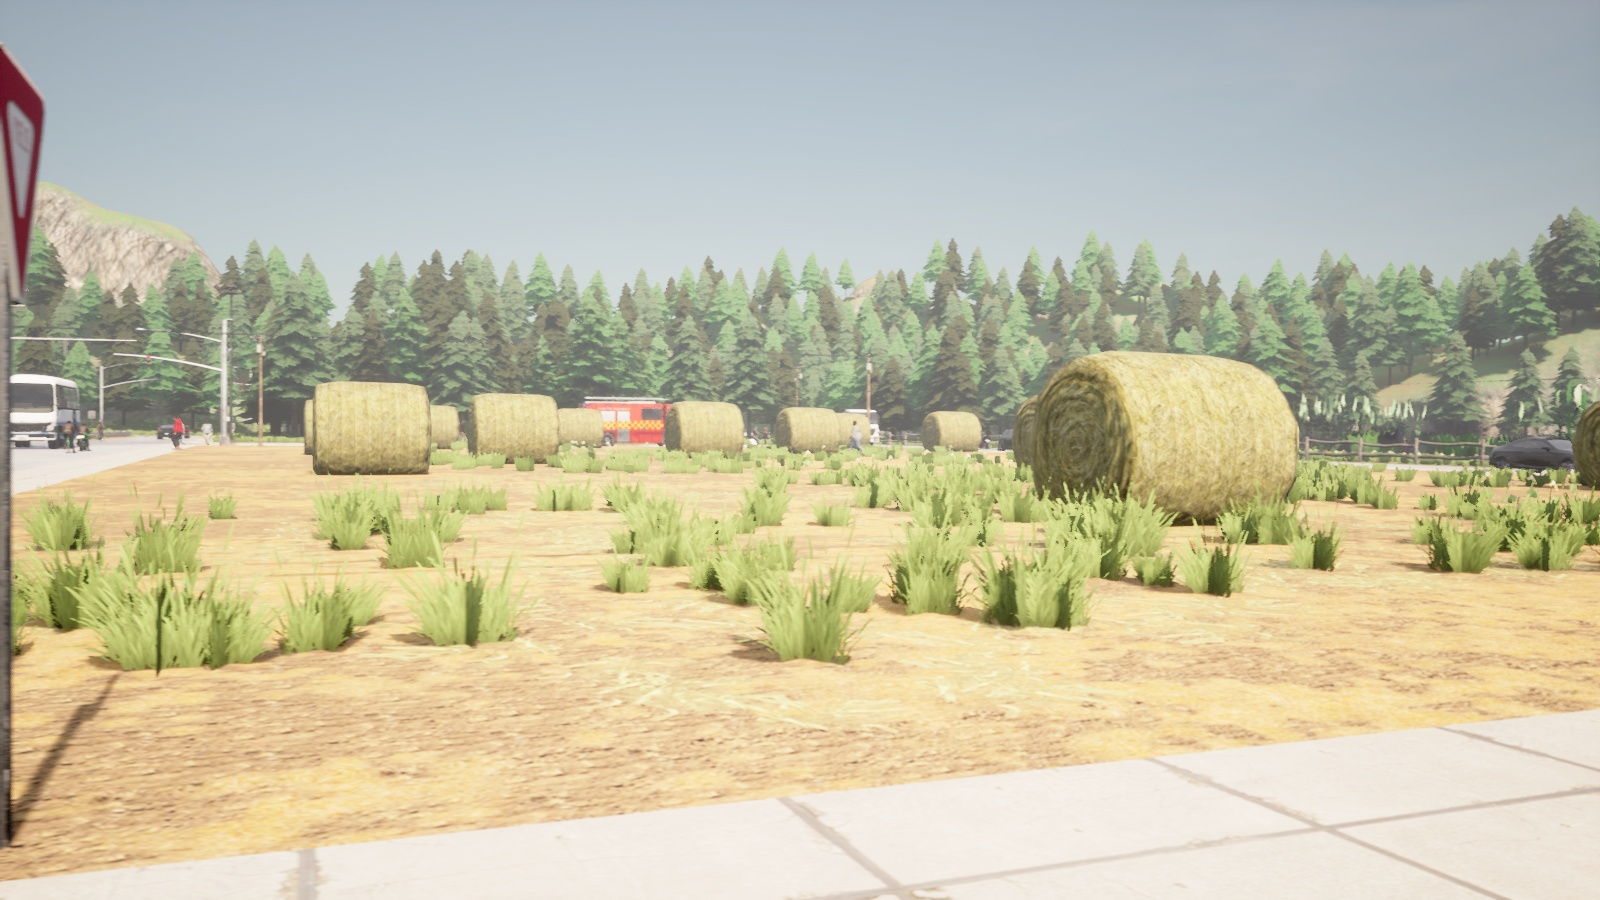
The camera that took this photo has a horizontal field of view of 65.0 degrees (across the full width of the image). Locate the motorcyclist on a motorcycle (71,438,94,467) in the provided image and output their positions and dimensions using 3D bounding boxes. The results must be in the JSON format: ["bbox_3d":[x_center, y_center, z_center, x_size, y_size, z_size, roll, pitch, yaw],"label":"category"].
[{"bbox_3d":[-38.136,0.126,66.760,0.797,1.523,2.044,-1,1,-23],"label":"motorcyclist on a motorcycle"}]

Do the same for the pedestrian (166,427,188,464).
[{"bbox_3d":[-32.100,-0.233,64.697,0.899,1.844,0.634,-1,1,-17],"label":"pedestrian"}]

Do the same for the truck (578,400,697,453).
[{"bbox_3d":[-12.353,-1.796,95.412,8.468,3.827,2.891,-1,1,-22],"label":"truck"}]

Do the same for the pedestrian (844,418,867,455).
[{"bbox_3d":[2.870,-0.697,64.782,0.900,1.855,0.874,0,1,22],"label":"pedestrian"}]

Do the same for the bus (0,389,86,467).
[{"bbox_3d":[-44.749,-1.255,73.437,3.944,4.253,10.273,-1,1,-23],"label":"bus"}]

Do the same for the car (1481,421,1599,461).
[{"bbox_3d":[28.561,-0.372,47.739,1.812,1.442,4.674,-1,1,-19],"label":"car"}]

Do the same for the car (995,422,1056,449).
[{"bbox_3d":[15.425,-1.010,86.158,2.097,1.767,4.553,-1,1,-19],"label":"car"}]

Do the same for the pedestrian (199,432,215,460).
[{"bbox_3d":[-39.169,-0.285,82.913,0.874,1.855,0.900,-1,1,-21],"label":"pedestrian"}]
